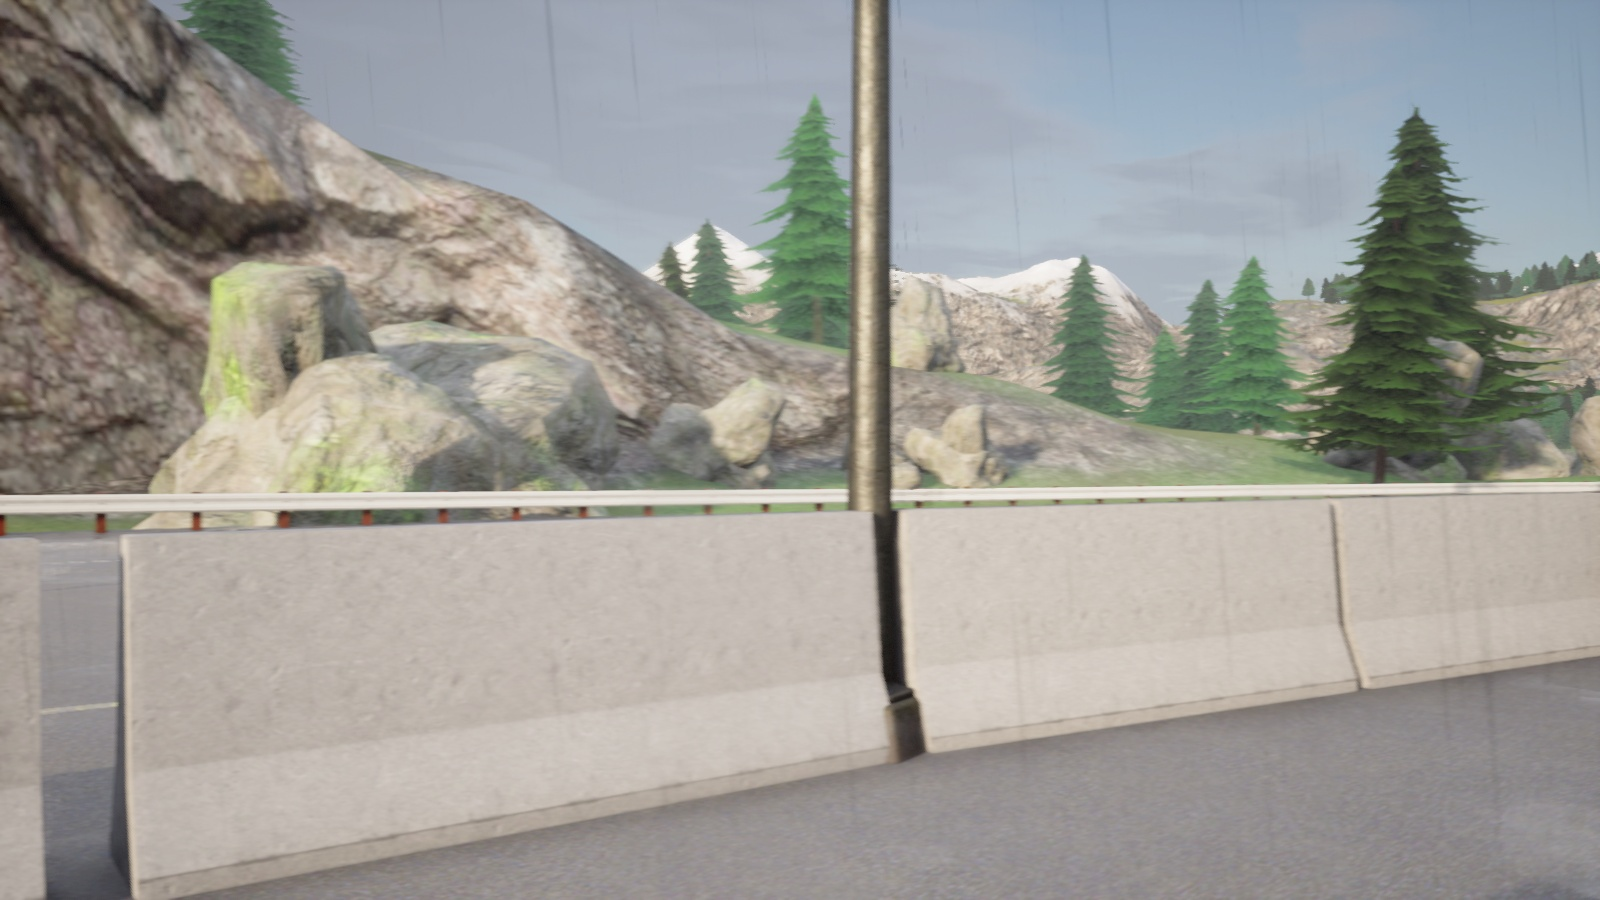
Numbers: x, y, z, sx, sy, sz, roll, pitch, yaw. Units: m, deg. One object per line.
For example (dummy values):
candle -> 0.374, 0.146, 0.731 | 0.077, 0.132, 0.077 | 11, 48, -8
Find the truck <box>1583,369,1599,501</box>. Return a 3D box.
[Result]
truck -> 27.502, -0.427, 36.956 | 8.468, 3.827, 2.891 | 0, 0, -19
